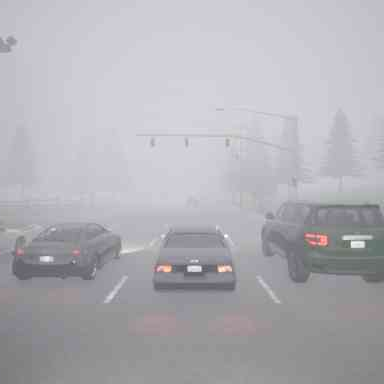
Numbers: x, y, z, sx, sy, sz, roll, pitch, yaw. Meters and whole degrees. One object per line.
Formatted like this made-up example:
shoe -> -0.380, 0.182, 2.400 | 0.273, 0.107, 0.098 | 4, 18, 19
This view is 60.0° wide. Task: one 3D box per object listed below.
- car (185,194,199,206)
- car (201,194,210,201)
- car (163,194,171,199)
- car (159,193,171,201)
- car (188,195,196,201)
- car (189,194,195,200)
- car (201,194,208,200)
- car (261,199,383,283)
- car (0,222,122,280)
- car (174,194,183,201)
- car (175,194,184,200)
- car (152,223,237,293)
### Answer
car -> 0.003, 1.347, 53.035 | 2.097, 1.767, 4.553 | 0, 0, 0
car -> 3.508, 1.484, 83.677 | 1.837, 1.490, 4.892 | 0, 0, 0
car -> -6.991, 1.377, 94.098 | 1.994, 1.385, 4.181 | 0, 0, 0
car -> -6.992, 1.209, 83.708 | 2.150, 2.045, 5.566 | 0, 0, 0
car -> 0.008, 1.524, 83.678 | 2.033, 1.411, 5.357 | 0, 0, 0
car -> 0.009, 1.302, 94.098 | 1.882, 1.535, 5.008 | 0, 0, 0
car -> 3.509, 1.302, 94.097 | 1.882, 1.535, 5.008 | 0, 0, 0
car -> 3.572, 1.221, 9.816 | 2.150, 2.045, 5.566 | 0, 0, 0
car -> -3.433, 1.563, 9.921 | 1.994, 1.385, 4.181 | 0, 0, 1
car -> -3.492, 1.509, 84.095 | 1.812, 1.442, 4.674 | 0, 0, 0
car -> -3.491, 1.349, 94.098 | 2.128, 1.511, 4.902 | 0, 0, 0
car -> 0.067, 1.547, 8.996 | 2.033, 1.411, 5.357 | 0, 0, 0
